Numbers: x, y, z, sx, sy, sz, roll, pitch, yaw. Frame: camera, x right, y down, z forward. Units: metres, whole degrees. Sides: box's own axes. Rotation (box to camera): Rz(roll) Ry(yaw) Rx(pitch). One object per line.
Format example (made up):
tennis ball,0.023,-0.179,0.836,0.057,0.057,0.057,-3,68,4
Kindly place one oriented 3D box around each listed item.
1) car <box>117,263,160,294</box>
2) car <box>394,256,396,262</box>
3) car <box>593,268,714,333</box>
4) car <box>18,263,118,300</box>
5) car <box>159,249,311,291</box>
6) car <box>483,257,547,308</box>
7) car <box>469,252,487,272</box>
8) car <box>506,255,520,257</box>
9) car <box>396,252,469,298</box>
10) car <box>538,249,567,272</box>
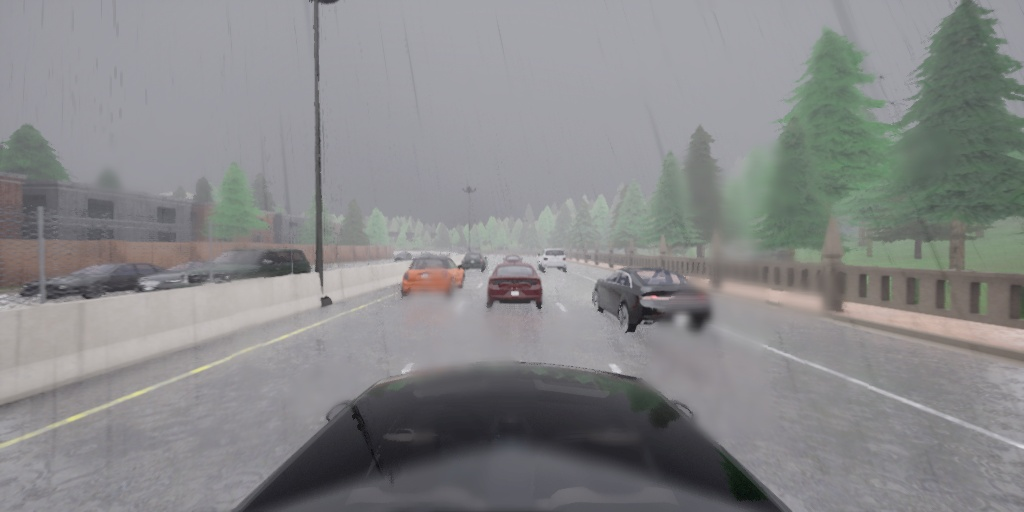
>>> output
car,-14.103,0.947,16.329,2.128,1.511,4.902,0,1,0
car,-17.558,0.115,58.133,1.837,1.490,4.892,0,1,0
car,3.595,1.074,10.002,2.128,1.511,4.902,0,1,0
car,-17.603,1.010,16.000,2.033,1.411,5.357,0,1,0
car,-10.604,0.709,14.762,2.150,2.045,5.566,0,1,0
car,0.096,0.982,13.840,1.882,1.535,5.008,0,1,0
car,-3.406,0.468,33.109,2.097,1.767,4.553,0,1,0
car,0.080,0.615,34.400,1.812,1.442,4.674,0,1,0
car,-3.404,0.807,16.342,2.097,1.767,4.553,0,1,0
car,3.595,0.349,32.513,2.150,2.045,5.566,0,1,0
